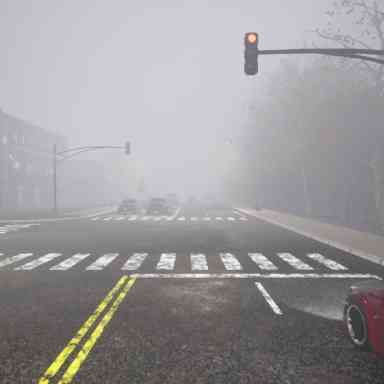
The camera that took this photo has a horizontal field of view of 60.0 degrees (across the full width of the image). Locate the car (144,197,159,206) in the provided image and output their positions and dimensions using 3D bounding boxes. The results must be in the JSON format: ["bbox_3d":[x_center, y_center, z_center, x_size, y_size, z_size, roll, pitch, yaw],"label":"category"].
[{"bbox_3d":[-6.683,1.506,55.239,1.812,1.442,4.674,0,0,0],"label":"car"}]

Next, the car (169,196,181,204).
[{"bbox_3d":[-3.407,1.522,66.479,2.033,1.411,5.357,0,0,0],"label":"car"}]

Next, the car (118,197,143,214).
[{"bbox_3d":[-6.663,1.494,35.682,1.837,1.490,4.892,0,0,0],"label":"car"}]

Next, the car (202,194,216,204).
[{"bbox_3d":[3.231,1.578,60.431,1.895,1.301,4.718,0,0,0],"label":"car"}]

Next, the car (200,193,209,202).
[{"bbox_3d":[3.103,1.194,76.306,2.150,2.045,5.566,0,0,0],"label":"car"}]

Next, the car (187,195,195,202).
[{"bbox_3d":[-0.150,1.494,76.324,1.812,1.442,4.674,0,0,0],"label":"car"}]

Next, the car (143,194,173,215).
[{"bbox_3d":[-3.412,1.342,34.141,2.097,1.767,4.553,0,0,0],"label":"car"}]

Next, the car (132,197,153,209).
[{"bbox_3d":[-6.676,1.476,45.106,2.128,1.511,4.902,0,0,0],"label":"car"}]

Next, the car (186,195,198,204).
[{"bbox_3d":[-0.022,1.331,61.876,2.097,1.767,4.553,0,0,0],"label":"car"}]

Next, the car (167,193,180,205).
[{"bbox_3d":[-3.438,1.202,54.293,2.150,2.045,5.566,0,0,1],"label":"car"}]

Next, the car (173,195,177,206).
[{"bbox_3d":[-3.423,1.533,43.615,2.033,1.411,5.357,0,0,1],"label":"car"}]

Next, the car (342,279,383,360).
[{"bbox_3d":[3.346,1.563,3.541,1.994,1.385,4.181,0,0,0],"label":"car"}]
